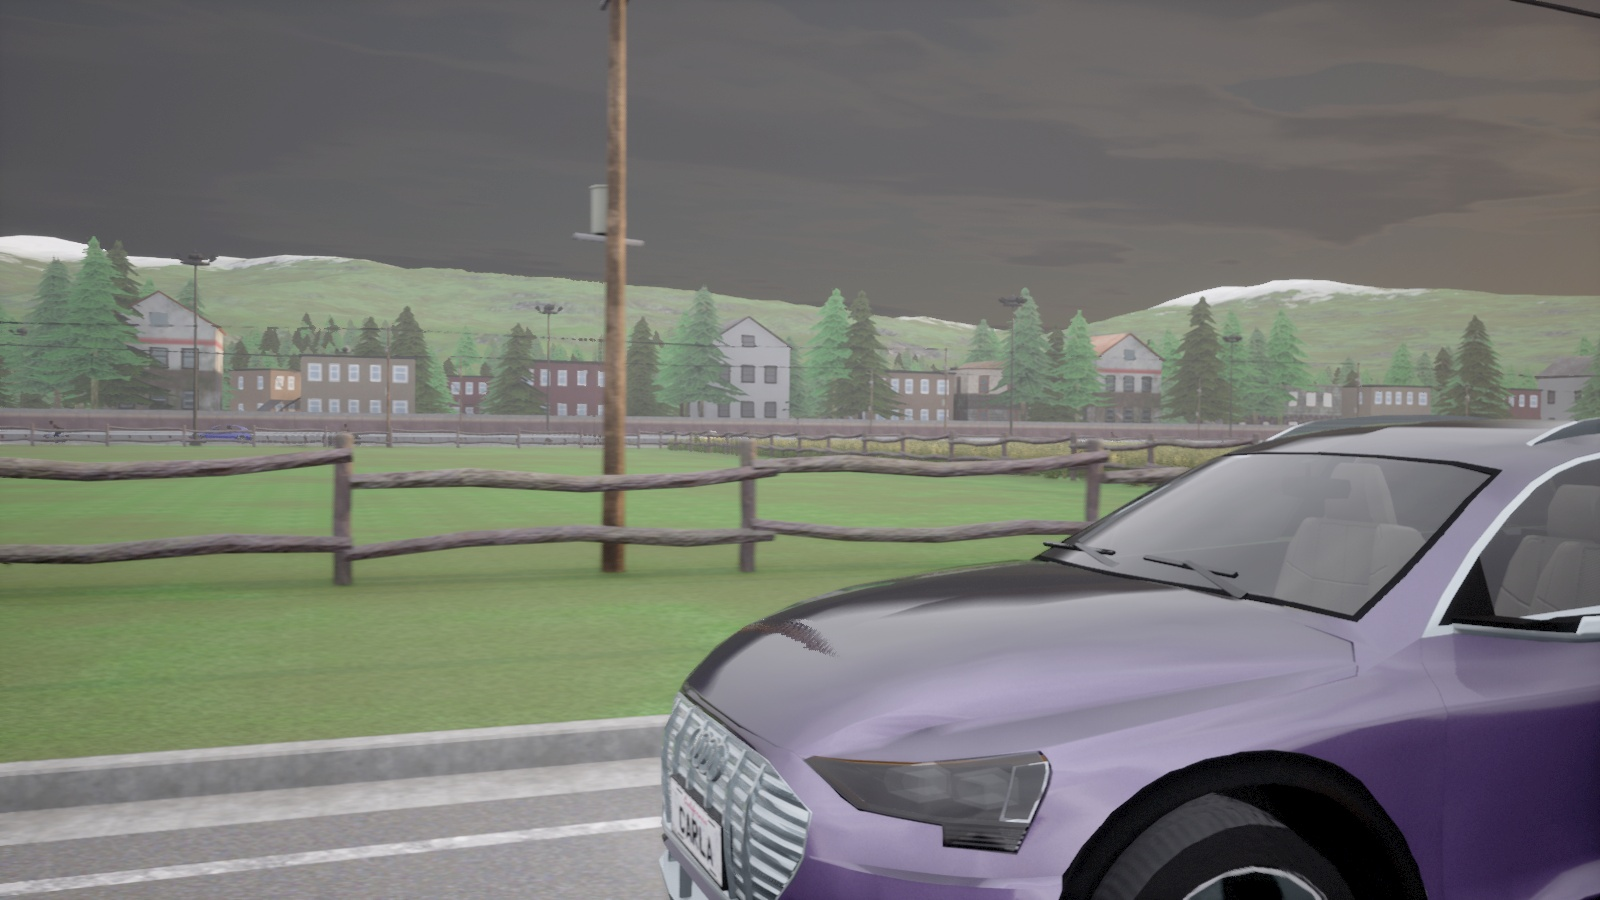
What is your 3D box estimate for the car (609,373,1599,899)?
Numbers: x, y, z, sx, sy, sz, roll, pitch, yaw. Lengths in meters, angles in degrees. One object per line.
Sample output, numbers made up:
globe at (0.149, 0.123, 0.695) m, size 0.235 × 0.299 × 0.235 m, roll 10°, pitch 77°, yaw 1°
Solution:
car at (2.018, 0.640, 4.005) m, size 4.856 × 1.649 × 2.033 m, roll -1°, pitch 1°, yaw -21°
